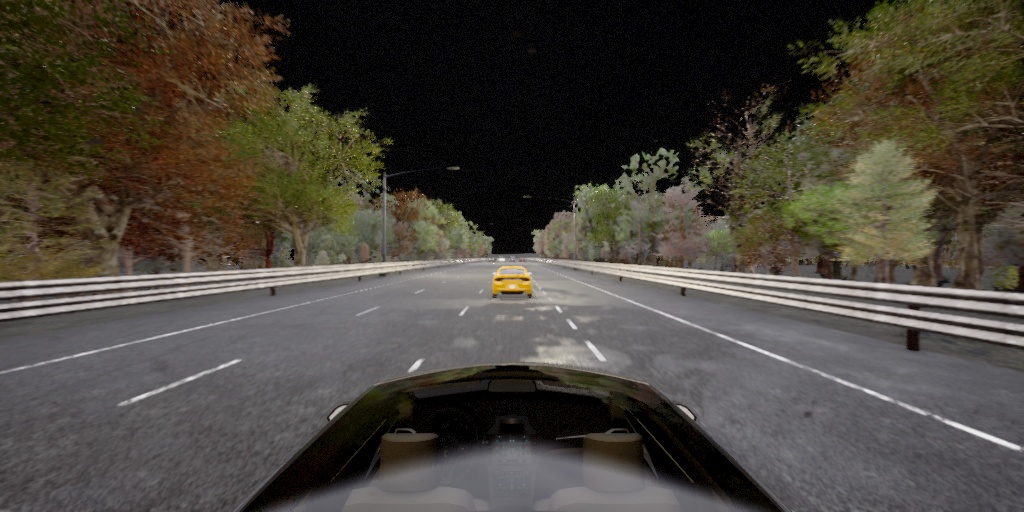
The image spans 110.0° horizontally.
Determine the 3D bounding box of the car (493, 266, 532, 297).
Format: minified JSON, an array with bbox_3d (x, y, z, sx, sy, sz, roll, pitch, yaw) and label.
[{"bbox_3d":[0.013,1.271,18.906,1.882,1.535,5.008,0,0,0],"label":"car"}]
